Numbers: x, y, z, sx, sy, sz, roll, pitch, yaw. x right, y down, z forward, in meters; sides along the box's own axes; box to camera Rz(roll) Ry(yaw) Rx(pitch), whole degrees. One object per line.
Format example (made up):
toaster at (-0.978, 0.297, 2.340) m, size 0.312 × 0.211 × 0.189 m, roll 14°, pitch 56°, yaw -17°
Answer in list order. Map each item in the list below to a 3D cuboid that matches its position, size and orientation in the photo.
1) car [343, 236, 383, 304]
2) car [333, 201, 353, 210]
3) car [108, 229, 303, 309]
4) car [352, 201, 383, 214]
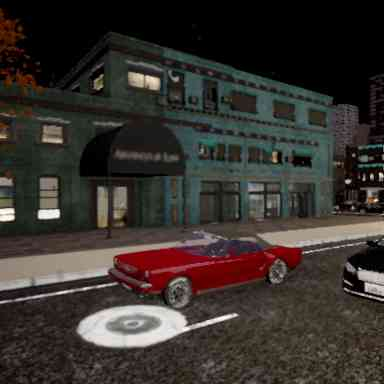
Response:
car at (5.351, 1.534, 7.534) m, size 4.902 × 1.511 × 2.128 m, roll 0°, pitch 0°, yaw -36°
car at (24.312, 2.058, 51.867) m, size 2.008 × 1.369 × 4.403 m, roll -1°, pitch 0°, yaw -36°
car at (0.482, 1.627, 8.040) m, size 4.718 × 1.301 × 1.895 m, roll 0°, pitch 0°, yaw -36°
car at (22.262, 2.018, 40.133) m, size 1.947 × 1.339 × 4.313 m, roll -1°, pitch 0°, yaw -36°
